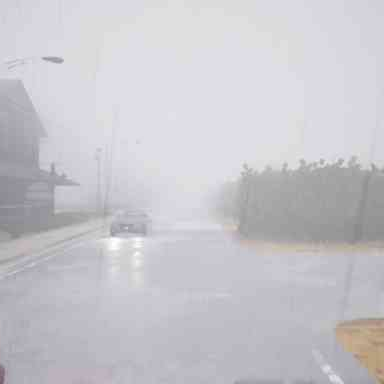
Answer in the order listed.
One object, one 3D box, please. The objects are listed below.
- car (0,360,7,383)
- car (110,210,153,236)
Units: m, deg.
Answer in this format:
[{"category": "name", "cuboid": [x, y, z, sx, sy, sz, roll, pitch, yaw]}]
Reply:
[{"category": "car", "cuboid": [-2.691, 1.538, 1.008, 1.812, 1.442, 4.674, 0, -1, 9]}, {"category": "car", "cuboid": [-3.526, 1.791, 19.896, 1.994, 1.385, 4.181, 0, -1, 0]}]
